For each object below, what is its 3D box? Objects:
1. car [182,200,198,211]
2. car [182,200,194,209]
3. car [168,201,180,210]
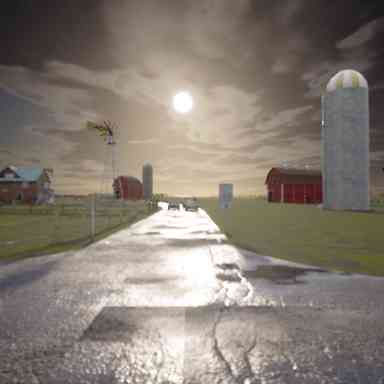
[{"bbox_3d":[-0.076,2.124,52.051,2.128,1.511,4.902,0,-1,-2],"label":"car"},{"bbox_3d":[-0.744,2.248,62.159,1.837,1.490,4.892,0,-1,-6],"label":"car"},{"bbox_3d":[-3.015,2.241,56.146,1.994,1.385,4.181,0,-1,-2],"label":"car"}]
